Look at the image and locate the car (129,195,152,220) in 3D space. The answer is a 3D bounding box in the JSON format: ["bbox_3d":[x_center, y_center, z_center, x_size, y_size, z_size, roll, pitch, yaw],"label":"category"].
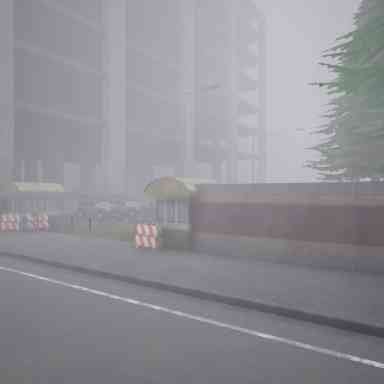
[{"bbox_3d":[-5.170,1.168,26.882,3.866,1.878,1.905,0,0,35],"label":"car"}]

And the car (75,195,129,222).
[{"bbox_3d":[-6.853,1.169,24.470,3.866,1.878,1.905,0,0,35],"label":"car"}]
